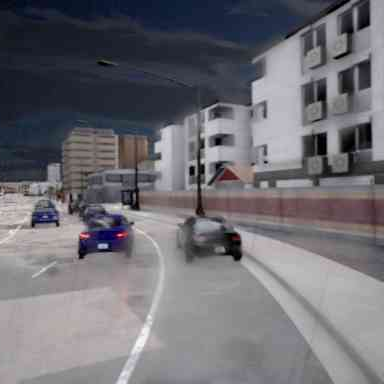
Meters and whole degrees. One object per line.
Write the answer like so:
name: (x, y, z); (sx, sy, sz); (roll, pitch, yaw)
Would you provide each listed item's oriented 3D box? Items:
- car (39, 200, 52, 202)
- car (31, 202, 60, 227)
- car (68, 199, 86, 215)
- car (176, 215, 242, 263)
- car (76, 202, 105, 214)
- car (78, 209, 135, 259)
car: (-16.252, 1.657, 36.832); (2.097, 1.767, 4.553); (-1, 0, -24)
car: (-10.924, 1.753, 24.858); (2.033, 1.411, 5.357); (-1, 0, -23)
car: (-13.097, 1.630, 38.349); (2.097, 1.767, 4.553); (-1, 0, -24)
car: (0.504, 1.565, 12.205); (1.812, 1.442, 4.674); (-1, 0, -8)
car: (-7.888, 1.744, 26.643); (1.994, 1.385, 4.181); (-1, 0, -23)
car: (-3.263, 1.608, 13.029); (1.812, 1.442, 4.674); (0, 0, -9)
